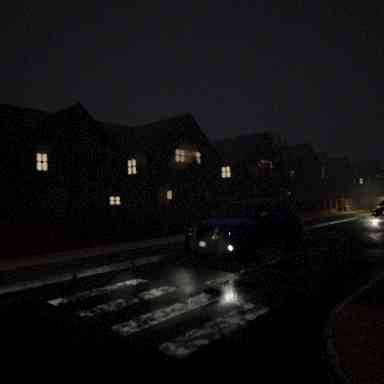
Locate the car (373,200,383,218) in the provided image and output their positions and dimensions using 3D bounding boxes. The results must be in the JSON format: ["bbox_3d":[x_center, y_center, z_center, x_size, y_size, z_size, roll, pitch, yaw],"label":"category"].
[{"bbox_3d":[17.217,1.411,28.776,1.837,1.490,4.892,-2,-1,43],"label":"car"}]

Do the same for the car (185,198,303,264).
[{"bbox_3d":[2.190,1.273,12.533,2.150,2.045,5.566,-2,-1,43],"label":"car"}]
